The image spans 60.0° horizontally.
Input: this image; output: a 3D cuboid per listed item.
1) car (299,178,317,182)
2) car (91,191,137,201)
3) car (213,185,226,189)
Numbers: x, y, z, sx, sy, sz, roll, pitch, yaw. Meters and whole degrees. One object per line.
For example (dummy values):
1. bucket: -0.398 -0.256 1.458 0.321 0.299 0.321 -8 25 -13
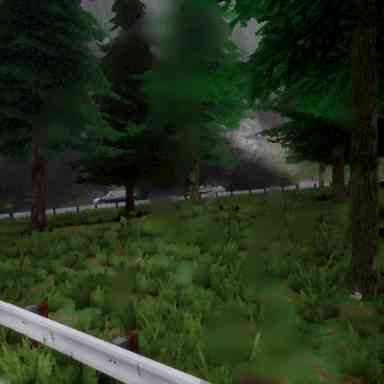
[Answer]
1. car: 12.764 -0.789 37.238 4.181 1.385 1.994 -4 -1 10
2. car: -7.664 0.592 32.739 4.553 1.767 2.097 -5 3 -29
3. car: 1.491 -0.019 36.691 4.902 1.511 2.128 -4 1 -12
